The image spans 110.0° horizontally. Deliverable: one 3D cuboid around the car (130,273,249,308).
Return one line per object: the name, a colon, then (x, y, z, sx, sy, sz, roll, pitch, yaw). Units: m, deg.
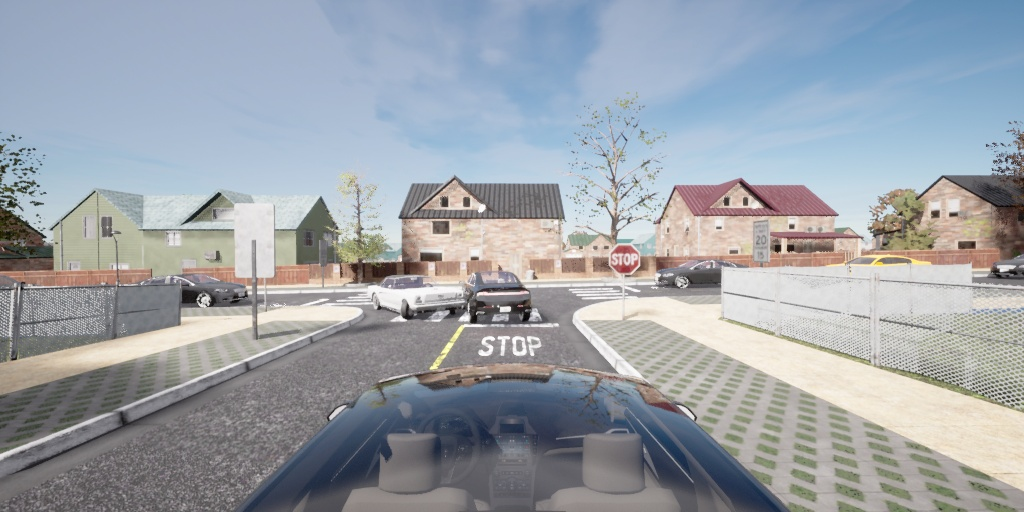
car: (-14.902, 1.566, 16.491, 4.902, 1.511, 2.128, -1, 1, 0)

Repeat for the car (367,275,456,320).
car: (-3.602, 1.367, 12.996, 1.895, 1.301, 4.718, 0, 0, -38)

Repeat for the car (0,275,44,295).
car: (-24.239, 1.647, 16.450, 4.553, 1.767, 2.097, -1, 1, 0)

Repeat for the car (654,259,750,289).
car: (10.330, 0.925, 19.545, 4.902, 1.511, 2.128, -1, 1, 0)

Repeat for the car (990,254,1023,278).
car: (29.385, 0.478, 19.619, 4.902, 1.511, 2.128, -1, 1, 0)

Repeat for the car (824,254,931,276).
car: (19.761, 0.690, 19.582, 5.008, 1.535, 1.882, -1, 1, -1)

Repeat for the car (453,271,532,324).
car: (-0.685, 1.242, 12.137, 2.128, 1.511, 4.902, 0, 0, -12)
